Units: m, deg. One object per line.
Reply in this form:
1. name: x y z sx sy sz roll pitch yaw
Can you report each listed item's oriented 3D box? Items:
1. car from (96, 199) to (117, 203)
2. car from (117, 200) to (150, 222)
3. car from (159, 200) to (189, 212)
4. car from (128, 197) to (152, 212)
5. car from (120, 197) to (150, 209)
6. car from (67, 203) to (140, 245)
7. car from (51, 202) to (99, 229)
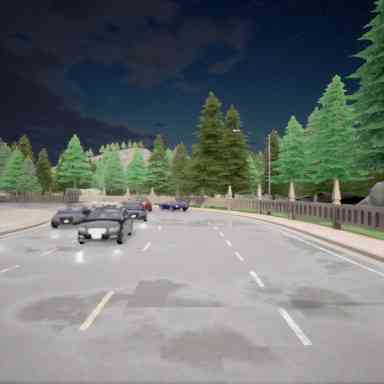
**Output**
1. car: -12.178 1.601 46.360 1.895 1.301 4.718 0 0 -43
2. car: -4.625 1.564 26.024 1.994 1.385 4.181 0 0 -12
3. car: -2.221 1.601 38.762 1.895 1.301 4.718 0 0 -28
4. car: -6.387 1.352 38.880 2.097 1.767 4.553 0 0 -30
5. car: -8.101 1.505 47.245 1.837 1.490 4.892 0 0 -43
6. car: -3.919 1.492 15.647 2.128 1.511 4.902 0 0 -3
7. car: -7.660 1.565 21.750 1.994 1.385 4.181 0 0 -6
